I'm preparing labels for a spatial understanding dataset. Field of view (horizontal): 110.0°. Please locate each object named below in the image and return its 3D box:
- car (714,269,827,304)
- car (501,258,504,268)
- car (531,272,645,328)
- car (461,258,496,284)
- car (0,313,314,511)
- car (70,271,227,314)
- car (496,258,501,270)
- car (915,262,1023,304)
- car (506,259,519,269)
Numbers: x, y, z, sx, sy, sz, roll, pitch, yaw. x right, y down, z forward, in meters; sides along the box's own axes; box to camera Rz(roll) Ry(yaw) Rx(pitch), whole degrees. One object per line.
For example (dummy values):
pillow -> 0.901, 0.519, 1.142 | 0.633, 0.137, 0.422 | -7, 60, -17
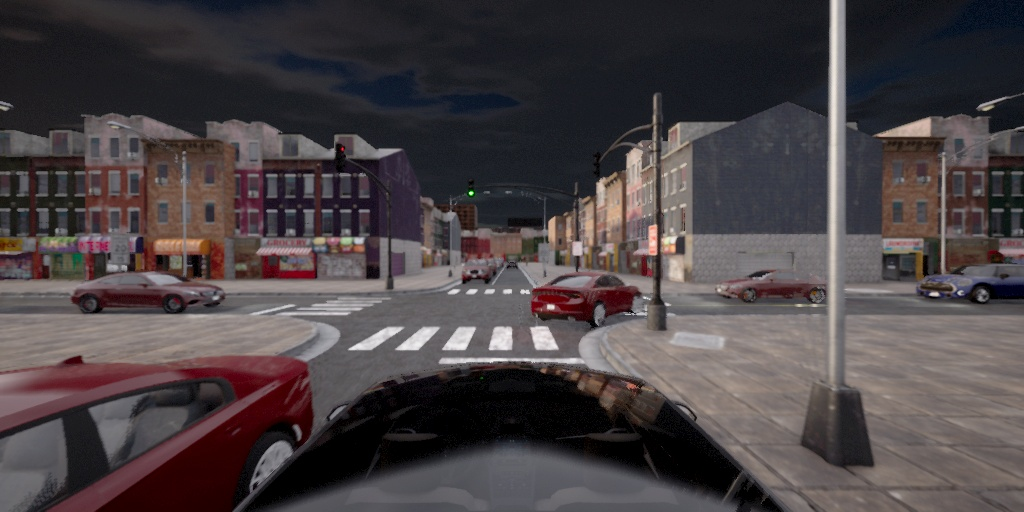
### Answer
car -> 11.737, 1.306, 16.193 | 4.674, 1.442, 1.812 | 0, 0, 2
car -> -2.695, 1.416, 54.950 | 2.007, 1.370, 4.403 | 0, 0, 0
car -> 2.641, 1.255, 11.797 | 1.882, 1.535, 5.008 | -1, -1, 39
car -> -2.666, 1.112, 27.816 | 2.192, 1.841, 5.009 | 0, 0, 0
car -> -2.637, 1.295, 1.407 | 1.888, 1.381, 4.507 | 0, 0, 0
car -> -13.351, 1.296, 13.299 | 4.674, 1.442, 1.812 | 0, 0, -1
car -> -2.677, 1.136, 38.670 | 2.192, 1.841, 5.009 | 0, 0, 0
car -> 21.310, 1.146, 16.187 | 4.553, 1.767, 2.097 | 0, 0, 0
car -> 0.040, 1.381, 58.663 | 1.837, 1.490, 4.892 | 0, 0, 0
